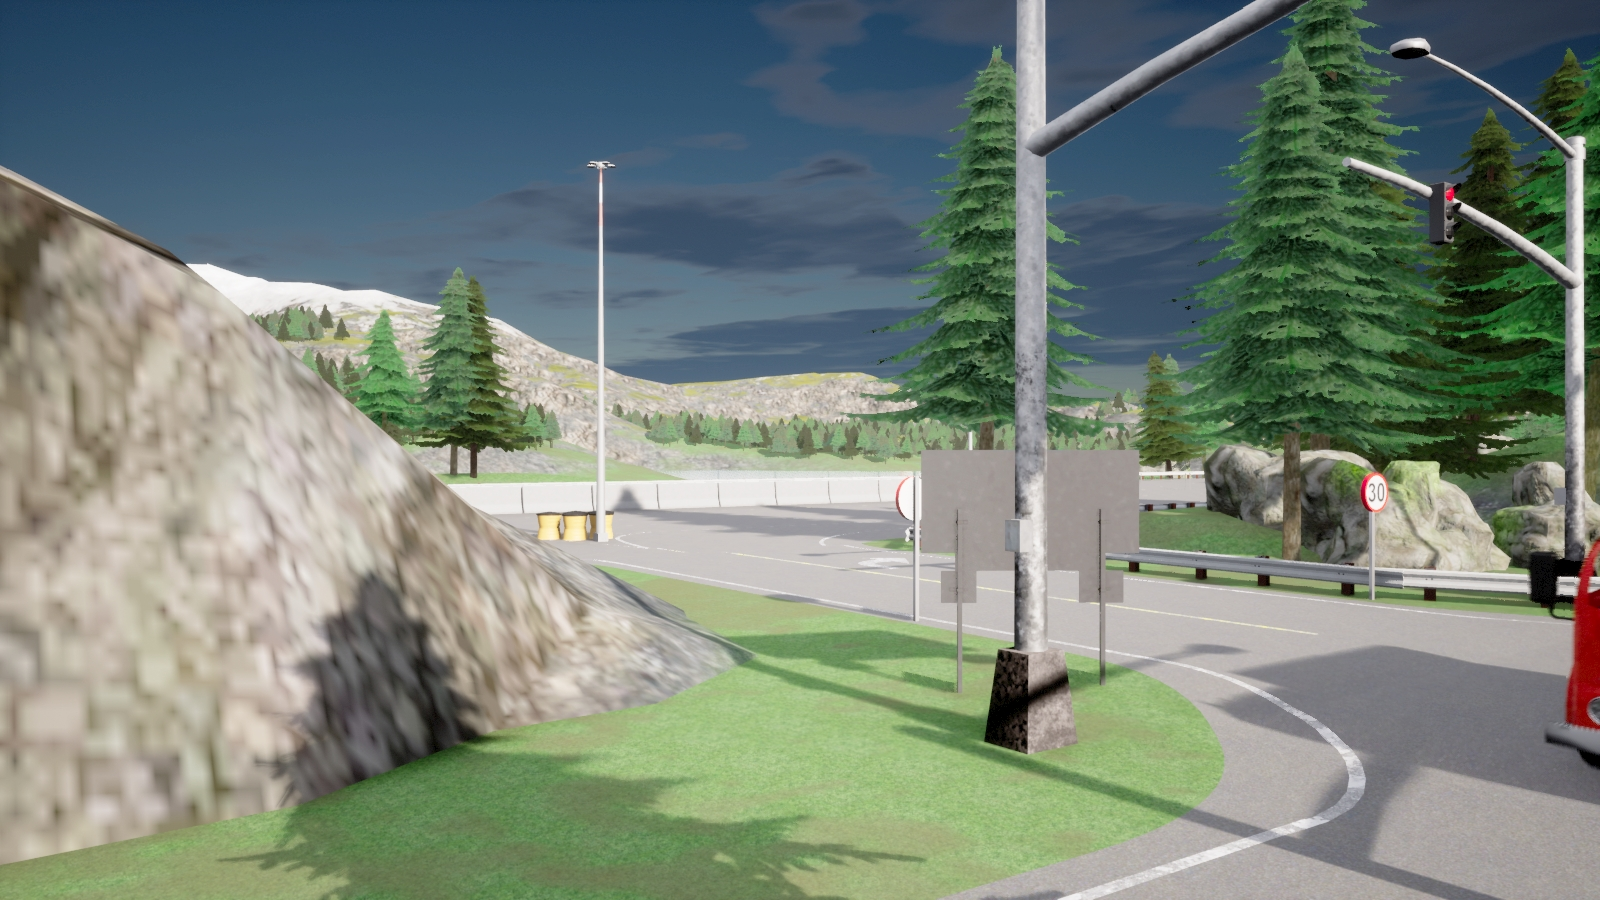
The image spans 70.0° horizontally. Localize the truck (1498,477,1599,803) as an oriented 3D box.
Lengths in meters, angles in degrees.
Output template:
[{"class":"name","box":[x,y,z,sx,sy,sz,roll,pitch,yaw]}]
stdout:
[{"class":"truck","box":[8.653,1.482,9.816,5.204,2.467,2.627,0,0,-34]}]
